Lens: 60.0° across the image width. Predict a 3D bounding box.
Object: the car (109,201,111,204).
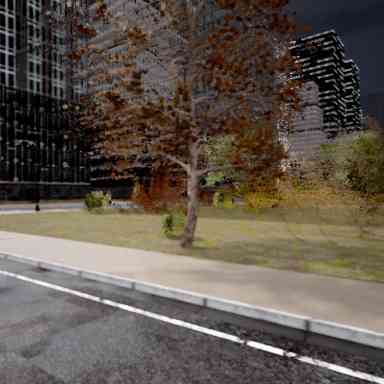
[{"bbox_3d":[-16.261,1.671,57.650,1.812,1.442,4.674,-1,-1,37],"label":"car"}]
